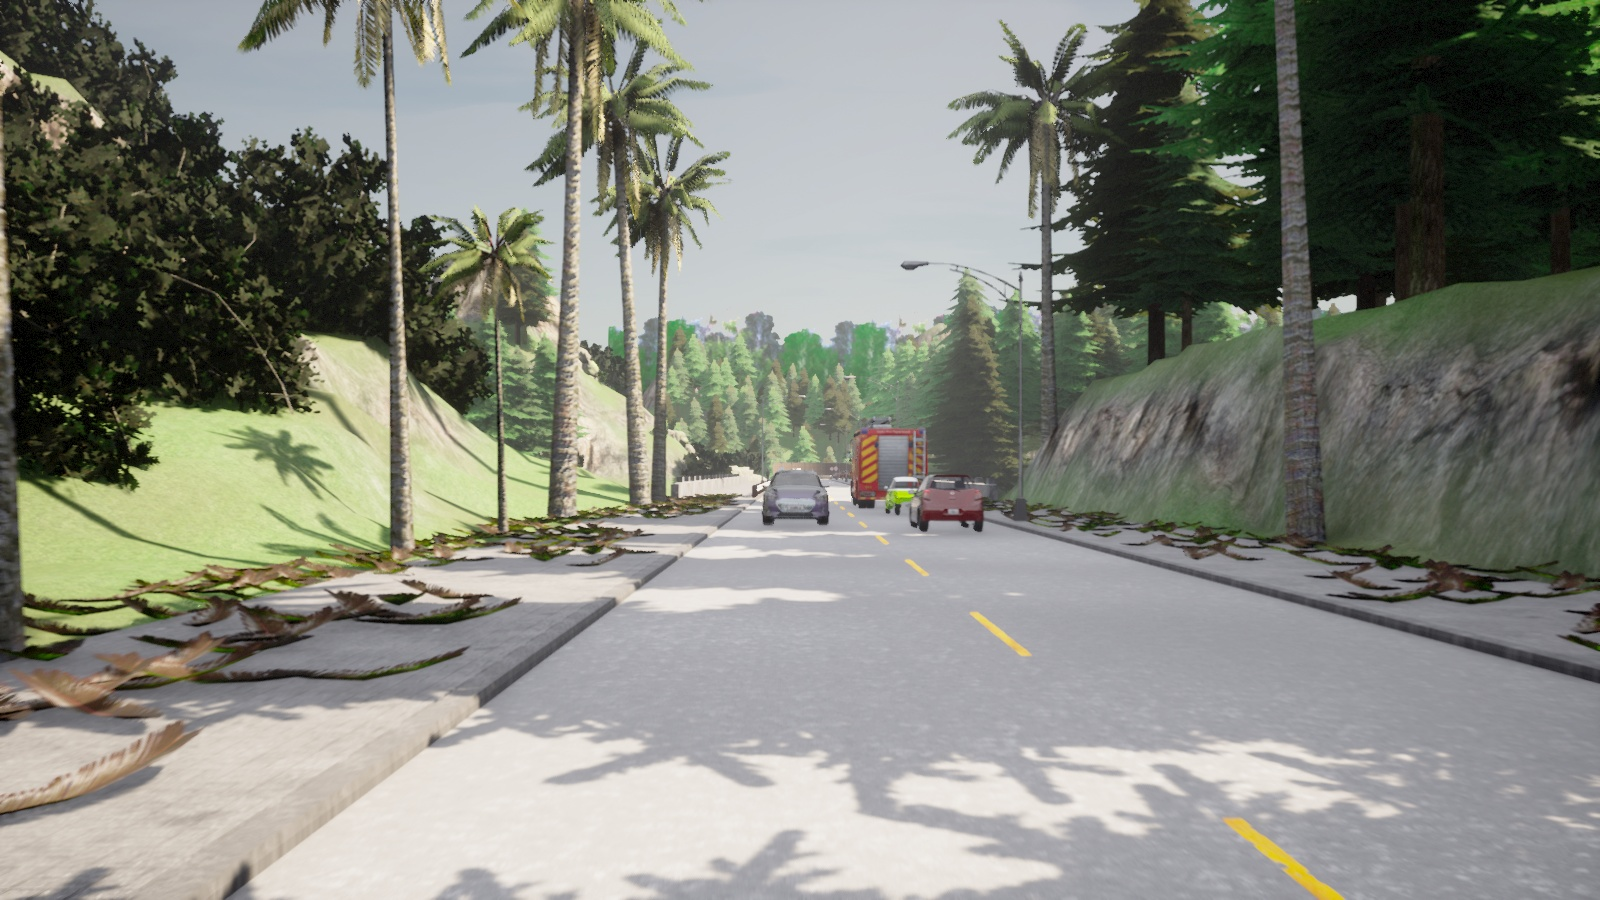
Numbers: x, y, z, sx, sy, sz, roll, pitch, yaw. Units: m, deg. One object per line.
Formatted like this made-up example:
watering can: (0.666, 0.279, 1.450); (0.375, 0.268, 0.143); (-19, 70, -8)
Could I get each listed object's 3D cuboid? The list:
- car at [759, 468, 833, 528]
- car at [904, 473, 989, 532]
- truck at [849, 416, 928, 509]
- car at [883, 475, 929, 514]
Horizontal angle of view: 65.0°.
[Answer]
car: (-0.115, 1.369, 37.300); (2.033, 1.649, 4.856); (0, -1, 0)
car: (3.897, 1.377, 33.830); (1.845, 1.501, 3.633); (0, -1, 0)
truck: (3.821, 0.573, 55.973); (2.891, 3.827, 8.468); (0, -1, 0)
car: (3.859, 1.623, 45.938); (1.481, 1.376, 2.207); (0, -1, 0)
